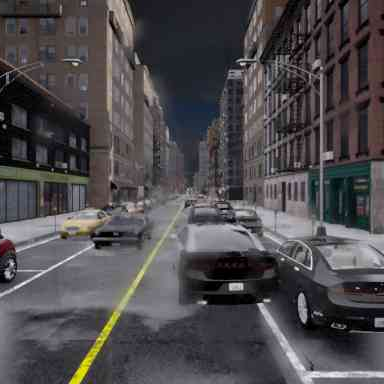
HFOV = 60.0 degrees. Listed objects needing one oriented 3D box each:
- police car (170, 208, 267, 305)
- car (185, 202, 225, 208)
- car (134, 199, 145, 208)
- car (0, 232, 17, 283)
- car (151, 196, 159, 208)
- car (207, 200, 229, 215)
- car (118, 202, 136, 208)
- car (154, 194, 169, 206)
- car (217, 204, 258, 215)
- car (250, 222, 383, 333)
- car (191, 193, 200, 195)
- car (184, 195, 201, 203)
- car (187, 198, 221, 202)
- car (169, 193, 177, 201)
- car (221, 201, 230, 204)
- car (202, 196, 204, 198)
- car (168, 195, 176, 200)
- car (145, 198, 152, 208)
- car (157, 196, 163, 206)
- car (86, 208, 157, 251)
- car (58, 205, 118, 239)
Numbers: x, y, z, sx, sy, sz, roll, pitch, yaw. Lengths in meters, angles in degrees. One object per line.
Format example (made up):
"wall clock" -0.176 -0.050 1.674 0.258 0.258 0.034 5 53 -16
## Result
"police car" 0.512 1.424 8.289 1.930 1.638 5.238 0 0 -6
"car" 0.691 1.503 18.258 1.837 1.490 4.892 0 0 0
"car" -5.427 1.523 28.209 1.752 1.417 4.829 0 0 0
"car" -5.396 1.440 6.728 1.967 1.590 4.097 0 0 0
"car" -5.443 1.544 39.205 2.008 1.369 4.403 0 0 0
"car" 2.590 1.562 33.794 1.947 1.339 4.313 0 0 0
"car" -5.419 1.564 22.966 1.947 1.339 4.313 0 0 0
"car" -5.466 1.297 55.443 2.192 1.841 5.009 0 0 0
"car" 2.614 1.549 17.556 2.008 1.369 4.403 0 0 0
"car" 2.629 1.550 6.731 2.008 1.369 4.403 0 0 0
"car" -0.084 1.457 58.800 1.882 1.535 5.008 0 0 0
"car" -0.045 1.494 45.736 1.837 1.490 4.892 0 0 1
"car" 0.792 1.476 24.257 1.882 1.535 5.008 0 0 0
"car" -5.504 1.513 81.906 2.008 1.369 4.403 0 0 0
"car" 2.598 1.563 28.381 1.947 1.339 4.313 0 0 0
"car" 2.574 1.515 44.790 1.752 1.417 4.829 0 0 0
"car" -5.520 1.477 92.644 1.752 1.417 4.829 0 0 0
"car" -5.435 1.578 33.792 1.802 1.307 4.206 0 0 0
"car" -5.450 1.541 44.618 2.008 1.369 4.403 0 0 0
"car" -2.766 1.599 14.303 1.895 1.301 4.718 0 0 0
"car" -5.411 1.524 17.384 1.752 1.417 4.829 0 0 0
